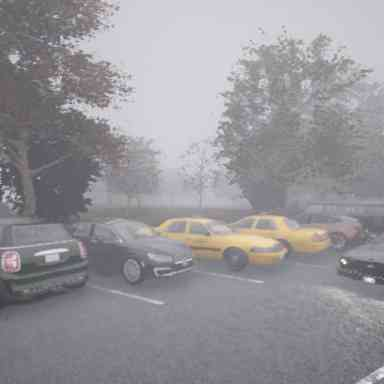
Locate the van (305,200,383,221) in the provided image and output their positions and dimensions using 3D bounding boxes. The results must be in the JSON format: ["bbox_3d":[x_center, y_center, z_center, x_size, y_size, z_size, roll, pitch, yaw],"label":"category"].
[{"bbox_3d":[7.485,1.402,16.478,4.442,1.987,1.878,-1,-1,35],"label":"van"}]

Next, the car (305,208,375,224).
[{"bbox_3d":[5.125,1.633,14.738,4.792,1.488,2.163,-1,-1,35],"label":"car"}]

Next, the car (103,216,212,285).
[{"bbox_3d":[-2.158,1.524,9.634,4.892,1.521,2.231,-1,-1,35],"label":"car"}]

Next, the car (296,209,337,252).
[{"bbox_3d":[2.564,1.577,13.140,5.366,1.575,1.946,-1,-1,35],"label":"car"}]

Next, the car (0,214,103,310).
[{"bbox_3d":[-4.557,1.367,7.896,4.553,1.767,2.185,-1,-1,34],"label":"car"}]

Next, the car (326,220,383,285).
[{"bbox_3d":[6.239,1.644,9.145,5.357,1.411,2.033,1,0,-35],"label":"car"}]

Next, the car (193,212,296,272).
[{"bbox_3d":[0.432,1.547,11.230,5.366,1.575,1.946,-1,-1,35],"label":"car"}]
